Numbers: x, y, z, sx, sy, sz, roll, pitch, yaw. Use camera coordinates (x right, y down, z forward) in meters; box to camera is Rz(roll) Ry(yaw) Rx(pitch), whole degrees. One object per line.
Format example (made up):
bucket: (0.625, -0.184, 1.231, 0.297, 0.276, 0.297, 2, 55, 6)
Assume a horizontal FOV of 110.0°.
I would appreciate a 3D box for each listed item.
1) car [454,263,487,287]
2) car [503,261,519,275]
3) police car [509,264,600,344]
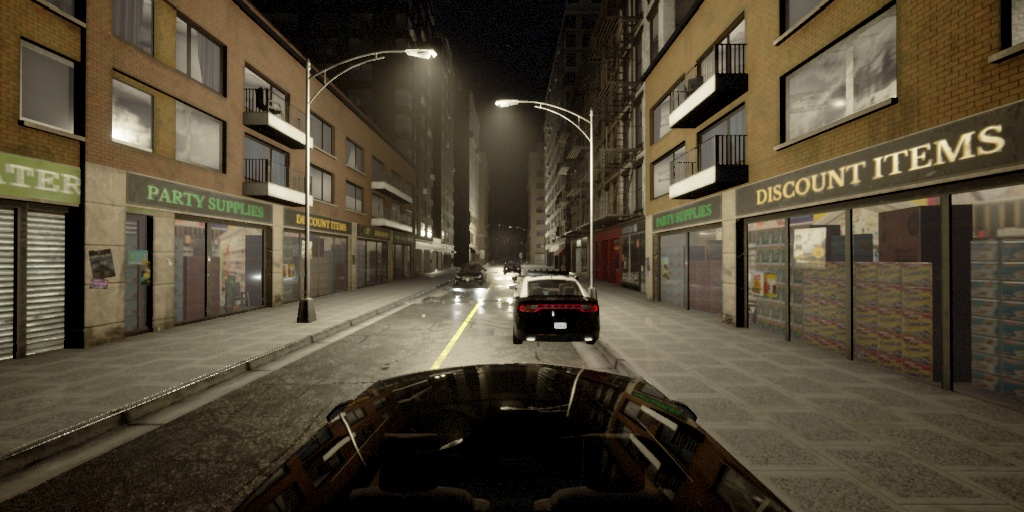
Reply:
car: (-2.768, 1.263, 24.781, 1.837, 1.490, 4.892, 0, 0, 0)
car: (0.047, 1.370, 39.269, 1.895, 1.301, 4.718, 0, 0, 0)
police car: (0.957, 1.177, 9.687, 1.930, 1.638, 5.238, 0, 0, 0)
